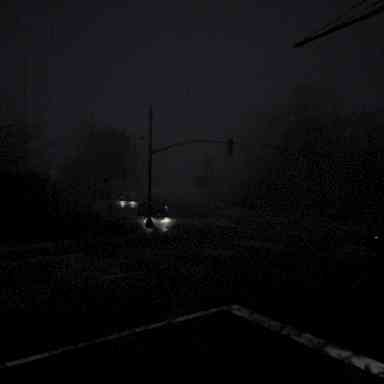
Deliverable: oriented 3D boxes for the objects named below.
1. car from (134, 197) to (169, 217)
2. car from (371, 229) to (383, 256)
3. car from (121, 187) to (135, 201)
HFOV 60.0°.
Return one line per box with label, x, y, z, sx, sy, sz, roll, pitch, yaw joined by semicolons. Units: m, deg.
car;-3.764;1.411;31.864;2.097;1.767;4.553;1;0;-22
car;7.762;1.627;9.735;1.812;1.442;4.674;1;-1;-33
car;-10.800;0.305;56.111;2.150;2.045;5.566;1;3;-11
